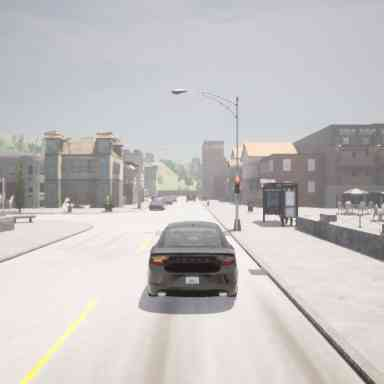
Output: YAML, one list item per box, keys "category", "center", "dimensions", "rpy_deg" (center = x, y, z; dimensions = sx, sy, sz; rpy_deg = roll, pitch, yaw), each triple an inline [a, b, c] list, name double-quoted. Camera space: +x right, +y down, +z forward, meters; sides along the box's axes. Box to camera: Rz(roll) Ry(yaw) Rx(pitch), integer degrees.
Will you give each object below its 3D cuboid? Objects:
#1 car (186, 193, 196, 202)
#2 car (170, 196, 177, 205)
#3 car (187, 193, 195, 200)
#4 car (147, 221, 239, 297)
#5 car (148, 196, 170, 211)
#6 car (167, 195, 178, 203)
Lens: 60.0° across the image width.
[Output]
- category: "car"
  center: [-0.210, 1.217, 76.739]
  dimensions: [2.150, 2.045, 5.566]
  rpy_deg: [0, 0, 0]
- category: "car"
  center: [-4.242, 1.547, 57.220]
  dimensions: [2.033, 1.411, 5.357]
  rpy_deg: [0, 0, 0]
- category: "car"
  center: [-0.239, 1.187, 87.100]
  dimensions: [2.097, 1.767, 4.553]
  rpy_deg: [0, 0, 0]
- category: "car"
  center: [0.027, 1.478, 8.613]
  dimensions: [1.882, 1.535, 5.008]
  rpy_deg: [0, 0, 0]
- category: "car"
  center: [-4.210, 1.547, 41.125]
  dimensions: [2.033, 1.411, 5.357]
  rpy_deg: [0, 0, 0]
- category: "car"
  center: [-4.197, 1.525, 71.971]
  dimensions: [2.128, 1.511, 4.902]
  rpy_deg: [0, 0, 0]
